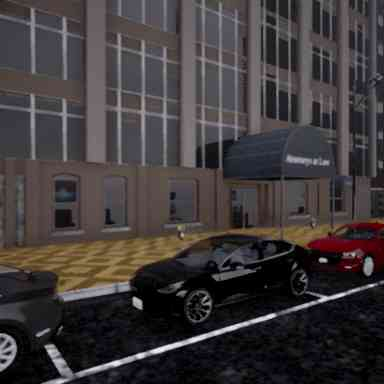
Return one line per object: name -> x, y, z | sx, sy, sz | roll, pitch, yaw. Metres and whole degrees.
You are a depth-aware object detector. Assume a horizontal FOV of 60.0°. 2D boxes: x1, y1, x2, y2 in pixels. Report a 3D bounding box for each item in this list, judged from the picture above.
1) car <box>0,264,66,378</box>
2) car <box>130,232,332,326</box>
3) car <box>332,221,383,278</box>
car -> -3.812, 1.541, 3.850 | 4.403, 1.369, 2.008 | 1, -1, -35
car -> 0.815, 1.613, 7.150 | 4.313, 1.339, 1.947 | 1, -1, -35
car -> 5.441, 1.648, 10.451 | 4.507, 1.381, 1.887 | 1, -1, -35
